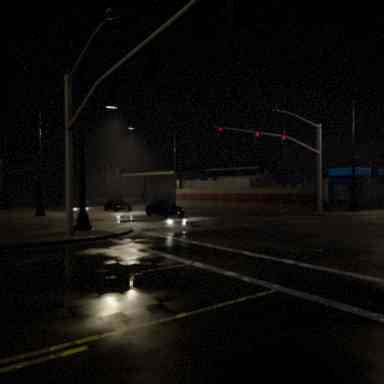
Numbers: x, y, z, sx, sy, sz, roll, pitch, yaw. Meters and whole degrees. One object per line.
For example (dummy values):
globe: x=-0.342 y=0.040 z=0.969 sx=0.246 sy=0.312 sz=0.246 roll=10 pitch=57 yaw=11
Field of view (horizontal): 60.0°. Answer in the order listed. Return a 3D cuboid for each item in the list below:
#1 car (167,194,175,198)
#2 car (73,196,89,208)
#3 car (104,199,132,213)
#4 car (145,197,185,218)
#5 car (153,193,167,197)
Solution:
car: x=-2.624 y=1.135 z=70.910 sx=3.806 sy=1.475 sz=1.970 roll=-1 pitch=0 yaw=-35
car: x=-16.848 y=1.332 z=48.925 sx=2.097 sy=1.767 sz=4.553 roll=-1 pitch=0 yaw=-36
car: x=-8.444 y=1.487 z=37.591 sx=1.812 sy=1.442 sz=4.674 roll=-1 pitch=1 yaw=-36
car: x=-2.511 y=1.474 z=29.603 sx=1.812 sy=1.442 sz=4.674 roll=-1 pitch=0 yaw=-37
car: x=-6.595 y=0.991 z=75.132 sx=4.611 sy=1.667 sz=2.242 roll=-1 pitch=0 yaw=-35
